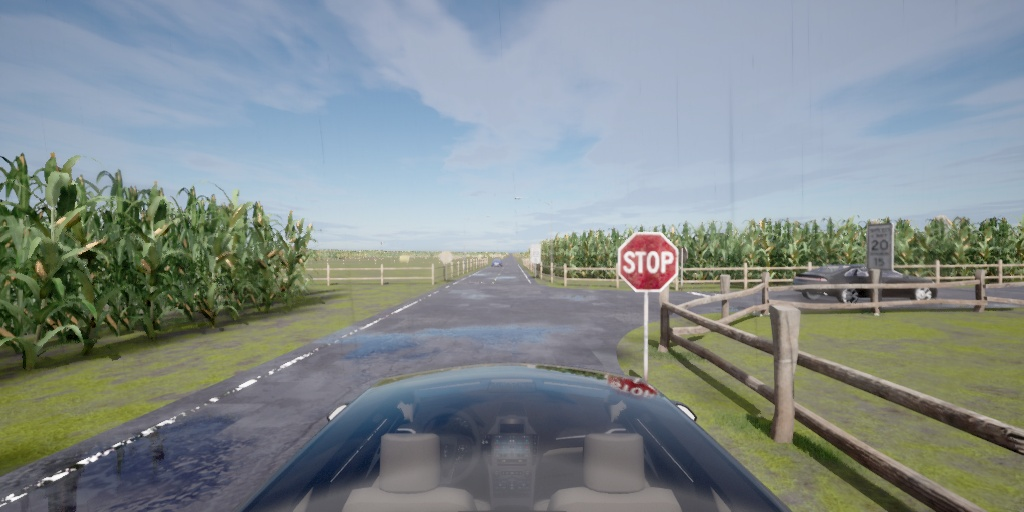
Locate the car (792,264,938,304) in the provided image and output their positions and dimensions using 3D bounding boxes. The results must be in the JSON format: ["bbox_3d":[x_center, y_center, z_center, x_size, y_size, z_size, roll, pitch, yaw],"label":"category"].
[{"bbox_3d":[14.101,1.091,14.444,4.902,1.511,2.128,-1,0,-2],"label":"car"}]
